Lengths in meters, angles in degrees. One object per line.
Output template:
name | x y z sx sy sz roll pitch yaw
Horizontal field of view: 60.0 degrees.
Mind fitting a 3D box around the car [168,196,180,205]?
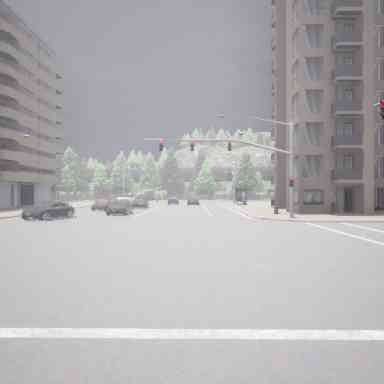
car | -3.369 1.526 60.049 1.812 1.442 4.674 0 0 0

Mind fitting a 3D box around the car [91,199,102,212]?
car | -10.505 1.526 39.500 1.812 1.442 4.674 0 0 0

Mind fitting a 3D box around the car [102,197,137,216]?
car | -7.021 1.505 32.492 1.837 1.490 4.892 0 0 0

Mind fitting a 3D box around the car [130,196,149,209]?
car | -6.980 1.564 44.793 1.994 1.385 4.181 0 0 0

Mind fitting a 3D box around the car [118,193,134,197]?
car | -10.451 1.224 52.955 2.150 2.045 5.566 0 0 1

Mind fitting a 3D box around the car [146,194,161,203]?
car | -6.869 1.155 60.287 2.033 1.411 5.357 0 0 0

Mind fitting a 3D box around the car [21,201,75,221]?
car | -11.571 1.507 27.140 1.837 1.490 4.892 2 0 17

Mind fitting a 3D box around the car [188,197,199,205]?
car | 0.228 1.562 58.393 1.994 1.385 4.181 0 0 0
